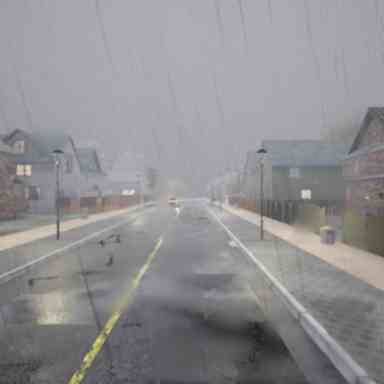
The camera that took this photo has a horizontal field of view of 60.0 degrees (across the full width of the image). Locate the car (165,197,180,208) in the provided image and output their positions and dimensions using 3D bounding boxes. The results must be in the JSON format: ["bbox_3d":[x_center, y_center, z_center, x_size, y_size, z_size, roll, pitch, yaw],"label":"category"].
[{"bbox_3d":[-2.800,1.428,48.667,1.882,1.535,5.008,0,0,0],"label":"car"}]
